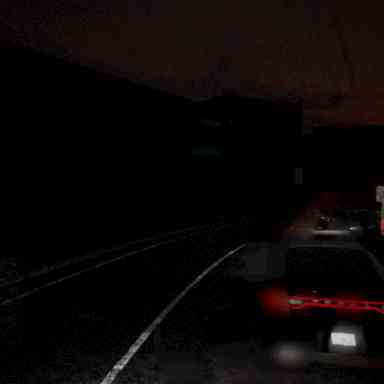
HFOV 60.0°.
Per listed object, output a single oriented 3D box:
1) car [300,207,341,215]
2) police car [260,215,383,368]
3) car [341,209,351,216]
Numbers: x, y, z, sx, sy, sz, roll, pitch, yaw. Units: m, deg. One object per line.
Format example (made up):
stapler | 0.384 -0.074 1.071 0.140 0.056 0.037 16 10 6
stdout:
car | 5.598 1.584 15.201 1.801 1.575 5.366 1 0 25
police car | 2.323 1.470 6.239 1.930 1.638 5.238 0 -1 14
car | 8.264 1.686 20.007 1.837 1.490 4.892 1 0 32
